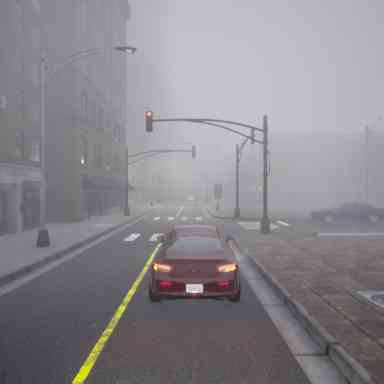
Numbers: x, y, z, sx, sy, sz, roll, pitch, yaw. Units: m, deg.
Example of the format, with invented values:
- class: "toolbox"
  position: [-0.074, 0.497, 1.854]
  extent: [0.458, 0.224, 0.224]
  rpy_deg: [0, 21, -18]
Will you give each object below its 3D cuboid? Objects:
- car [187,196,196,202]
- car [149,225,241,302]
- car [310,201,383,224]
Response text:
- class: "car"
  position: [-0.150, 1.566, 76.115]
  extent: [1.812, 1.442, 4.674]
  rpy_deg: [0, 0, 0]
- class: "car"
  position: [0.074, 1.526, 8.139]
  extent: [1.812, 1.442, 4.674]
  rpy_deg: [0, 0, 1]
- class: "car"
  position: [11.078, 1.431, 23.851]
  extent: [5.008, 1.535, 1.882]
  rpy_deg: [0, 0, 0]
